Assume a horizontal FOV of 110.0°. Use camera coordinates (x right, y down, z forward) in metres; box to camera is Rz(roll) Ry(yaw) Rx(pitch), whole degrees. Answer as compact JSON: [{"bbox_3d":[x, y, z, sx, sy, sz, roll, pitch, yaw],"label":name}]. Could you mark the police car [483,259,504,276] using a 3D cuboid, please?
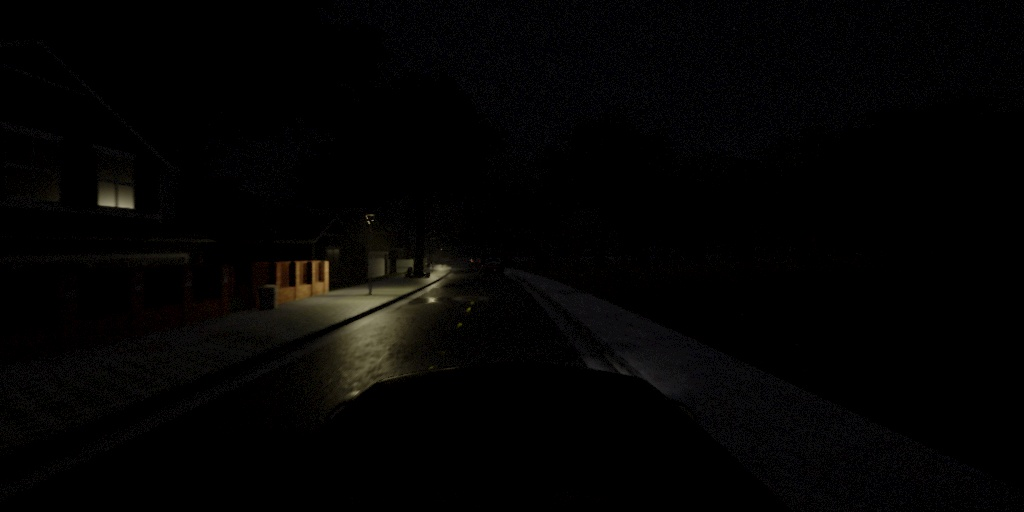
[{"bbox_3d":[-1.912,1.160,36.746,1.930,1.638,5.238,0,-1,-6],"label":"police car"}]
